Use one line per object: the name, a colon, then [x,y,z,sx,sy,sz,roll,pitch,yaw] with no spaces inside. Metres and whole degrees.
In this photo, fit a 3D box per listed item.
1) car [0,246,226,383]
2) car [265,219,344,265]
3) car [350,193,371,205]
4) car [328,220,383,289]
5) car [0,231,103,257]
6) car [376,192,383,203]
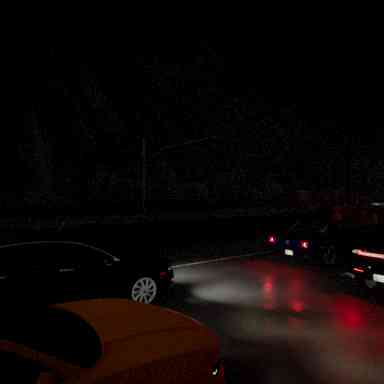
car: [-1.969,1.477,2.320,5.008,1.535,1.882,0,0,-36]
car: [4.818,1.590,11.652,4.718,1.301,1.895,0,0,-36]
car: [27.512,1.133,54.729,4.553,1.767,2.097,-1,0,-36]
car: [5.678,1.483,7.946,4.902,1.511,2.128,0,0,-36]
car: [-2.620,1.504,6.176,4.892,1.490,1.837,0,0,-36]
car: [35.928,0.951,60.865,5.566,2.045,2.150,0,0,-36]
